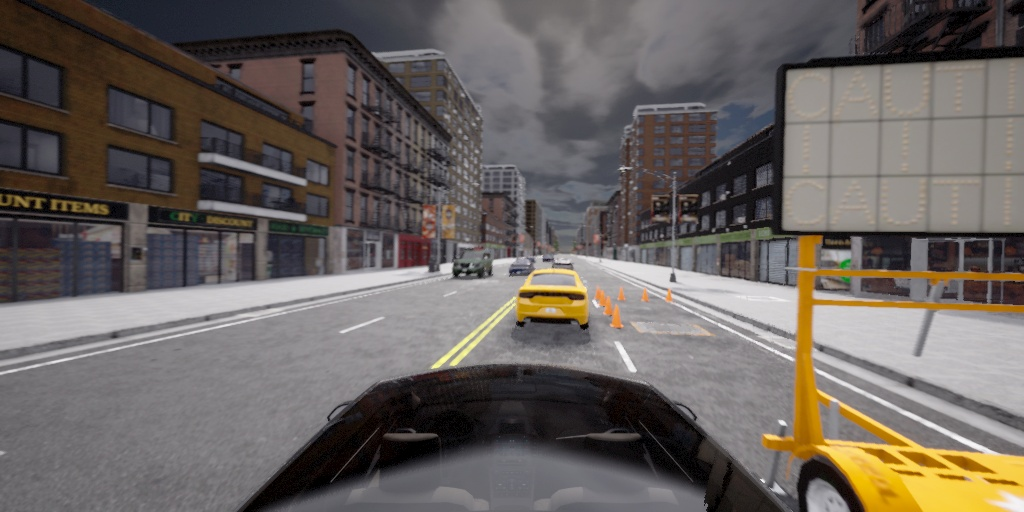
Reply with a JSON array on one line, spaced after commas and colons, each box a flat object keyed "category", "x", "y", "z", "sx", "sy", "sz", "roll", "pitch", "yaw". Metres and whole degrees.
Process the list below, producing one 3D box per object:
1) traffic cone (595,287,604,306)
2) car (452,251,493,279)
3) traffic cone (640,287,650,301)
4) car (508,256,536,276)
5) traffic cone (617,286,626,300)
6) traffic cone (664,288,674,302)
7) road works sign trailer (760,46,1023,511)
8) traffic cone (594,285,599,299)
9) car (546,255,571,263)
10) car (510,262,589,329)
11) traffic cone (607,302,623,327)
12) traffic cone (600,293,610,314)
[{"category": "traffic cone", "x": 3.519, "y": 1.620, "z": 13.965, "sx": 0.340, "sy": 0.580, "sz": 0.340, "roll": 0, "pitch": 0, "yaw": 9}, {"category": "car", "x": -2.902, "y": 0.606, "z": 27.843, "sx": 2.150, "sy": 2.045, "sz": 5.566, "roll": 1, "pitch": 1, "yaw": 9}, {"category": "traffic cone", "x": 5.798, "y": 1.641, "z": 15.640, "sx": 0.340, "sy": 0.580, "sz": 0.340, "roll": 0, "pitch": 0, "yaw": 9}, {"category": "car", "x": 0.941, "y": 0.957, "z": 31.506, "sx": 2.033, "sy": 1.411, "sz": 5.357, "roll": 1, "pitch": 1, "yaw": 9}, {"category": "traffic cone", "x": 4.810, "y": 1.621, "z": 15.791, "sx": 0.340, "sy": 0.580, "sz": 0.340, "roll": 0, "pitch": 0, "yaw": 9}, {"category": "traffic cone", "x": 6.787, "y": 1.660, "z": 15.489, "sx": 0.340, "sy": 0.580, "sz": 0.340, "roll": 0, "pitch": 0, "yaw": 9}, {"category": "road works sign trailer", "x": 3.219, "y": 0.257, "z": 2.884, "sx": 2.380, "sy": 3.560, "sz": 2.880, "roll": 0, "pitch": 0, "yaw": 9}, {"category": "traffic cone", "x": 3.822, "y": 1.602, "z": 15.942, "sx": 0.340, "sy": 0.580, "sz": 0.340, "roll": 0, "pitch": 0, "yaw": 9}, {"category": "car", "x": 4.467, "y": 0.961, "z": 31.729, "sx": 2.128, "sy": 1.511, "sz": 4.902, "roll": 1, "pitch": 1, "yaw": 9}, {"category": "car", "x": 1.307, "y": 1.137, "z": 11.101, "sx": 1.882, "sy": 1.535, "sz": 5.008, "roll": 1, "pitch": 1, "yaw": 9}, {"category": "traffic cone", "x": 2.914, "y": 1.657, "z": 10.012, "sx": 0.340, "sy": 0.580, "sz": 0.340, "roll": 0, "pitch": 0, "yaw": 9}, {"category": "traffic cone", "x": 3.217, "y": 1.639, "z": 11.988, "sx": 0.340, "sy": 0.580, "sz": 0.340, "roll": 0, "pitch": 0, "yaw": 9}]
